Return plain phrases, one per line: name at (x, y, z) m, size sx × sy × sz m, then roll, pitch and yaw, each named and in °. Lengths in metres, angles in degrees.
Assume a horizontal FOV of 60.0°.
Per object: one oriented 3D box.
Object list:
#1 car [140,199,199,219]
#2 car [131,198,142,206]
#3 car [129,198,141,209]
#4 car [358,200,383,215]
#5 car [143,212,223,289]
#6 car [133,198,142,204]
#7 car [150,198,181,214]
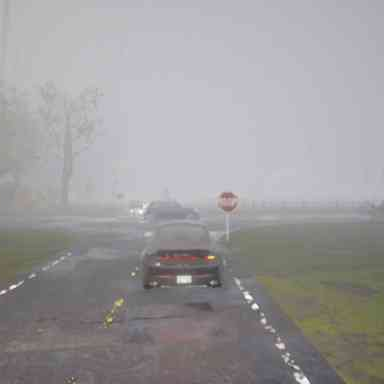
car at (-1.643, 1.489, 27.150) m, size 4.553 × 1.767 × 2.097 m, roll 0°, pitch 0°, yaw -5°
car at (-10.518, 1.893, 63.213) m, size 1.812 × 1.442 × 4.674 m, roll 0°, pitch -1°, yaw -9°
car at (-8.455, 1.835, 50.251) m, size 2.033 × 1.411 × 5.357 m, roll 0°, pitch 0°, yaw -9°
car at (18.925, 1.529, 33.046) m, size 4.674 × 1.442 × 1.812 m, roll 0°, pitch 0°, yaw -7°
car at (-0.290, 1.556, 9.297) m, size 1.837 × 1.490 × 4.892 m, roll 0°, pitch 0°, yaw -3°
car at (-12.427, 2.040, 75.408) m, size 1.895 × 1.301 × 4.718 m, roll 0°, pitch 0°, yaw -9°
car at (-3.169, 1.570, 39.258) m, size 2.097 × 1.767 × 4.553 m, roll 1°, pitch -1°, yaw -26°
